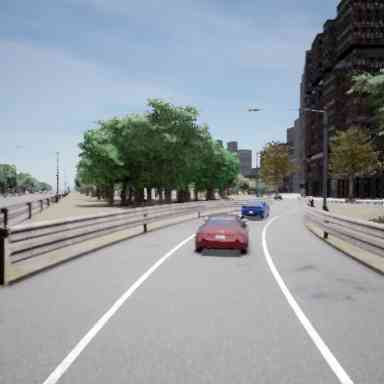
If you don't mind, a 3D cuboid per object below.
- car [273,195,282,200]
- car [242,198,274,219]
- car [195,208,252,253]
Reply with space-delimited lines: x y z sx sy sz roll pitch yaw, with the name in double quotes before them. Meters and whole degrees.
"car" 23.215 1.481 90.100 1.837 1.490 4.892 0 0 4
"car" 5.723 1.512 29.551 1.882 1.535 5.008 0 0 21
"car" 1.351 1.570 13.813 1.994 1.385 4.181 0 0 10
